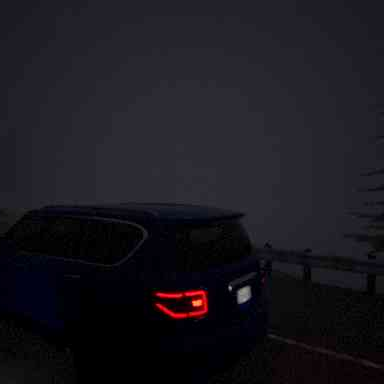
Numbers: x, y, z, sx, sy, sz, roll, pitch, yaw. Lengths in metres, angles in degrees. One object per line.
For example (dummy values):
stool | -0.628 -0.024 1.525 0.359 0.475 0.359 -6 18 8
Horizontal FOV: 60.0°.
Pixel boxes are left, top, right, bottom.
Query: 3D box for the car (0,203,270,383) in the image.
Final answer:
car | -1.584 1.191 5.221 5.566 2.045 2.150 1 0 37
